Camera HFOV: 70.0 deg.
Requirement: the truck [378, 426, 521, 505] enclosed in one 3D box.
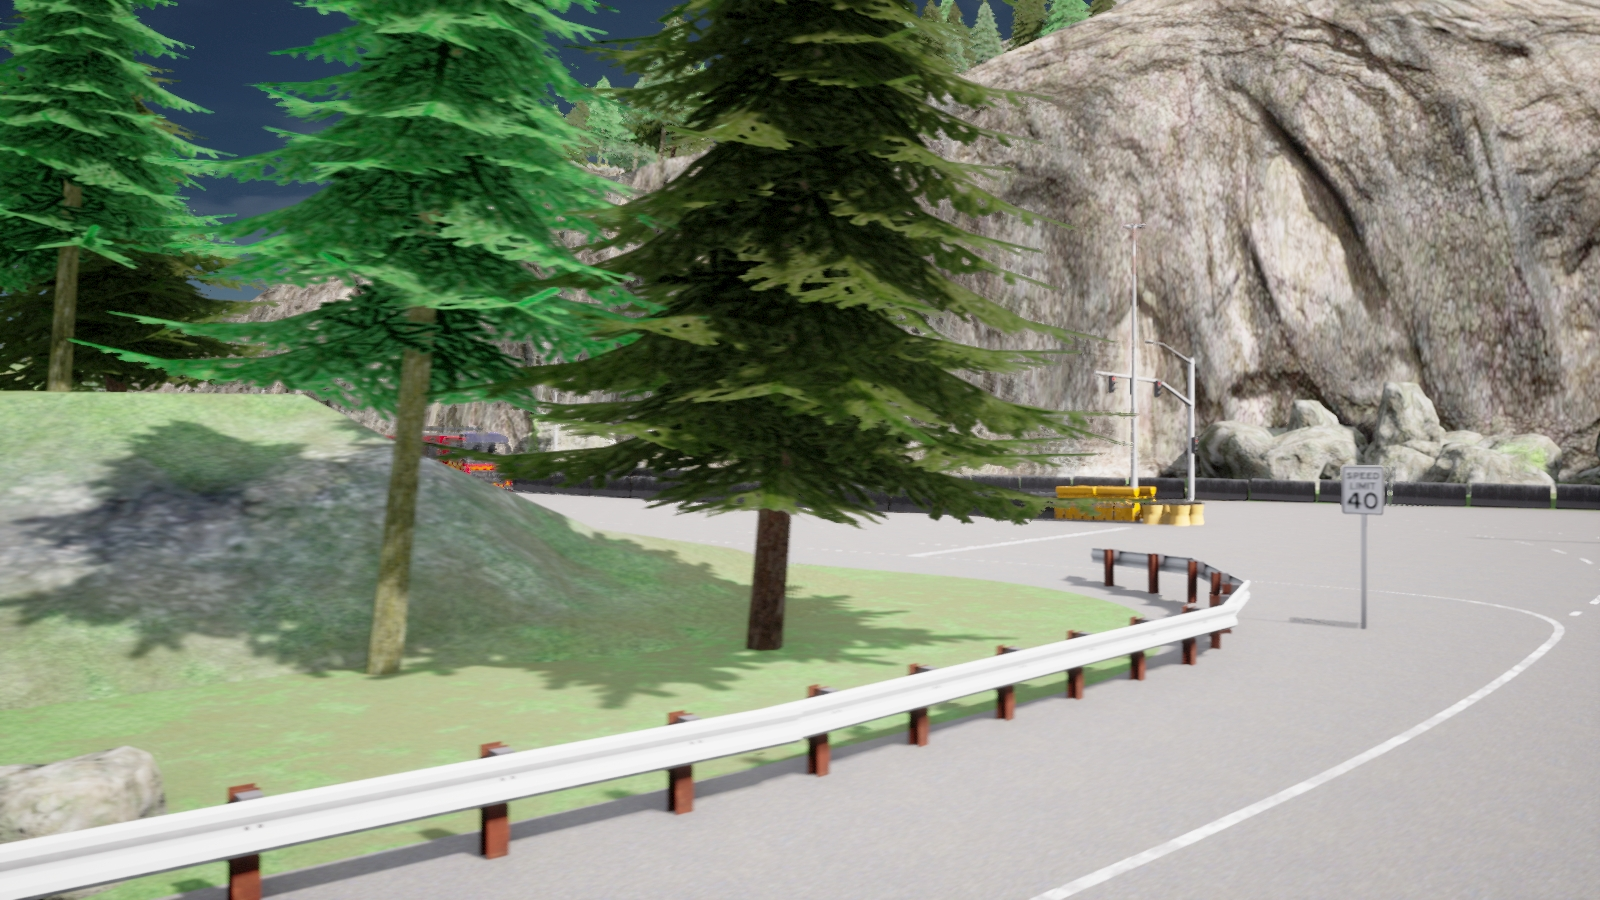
[{"bbox_3d":[-18.252,0.707,59.209,8.468,3.827,2.891,1,1,40],"label":"truck"}]
